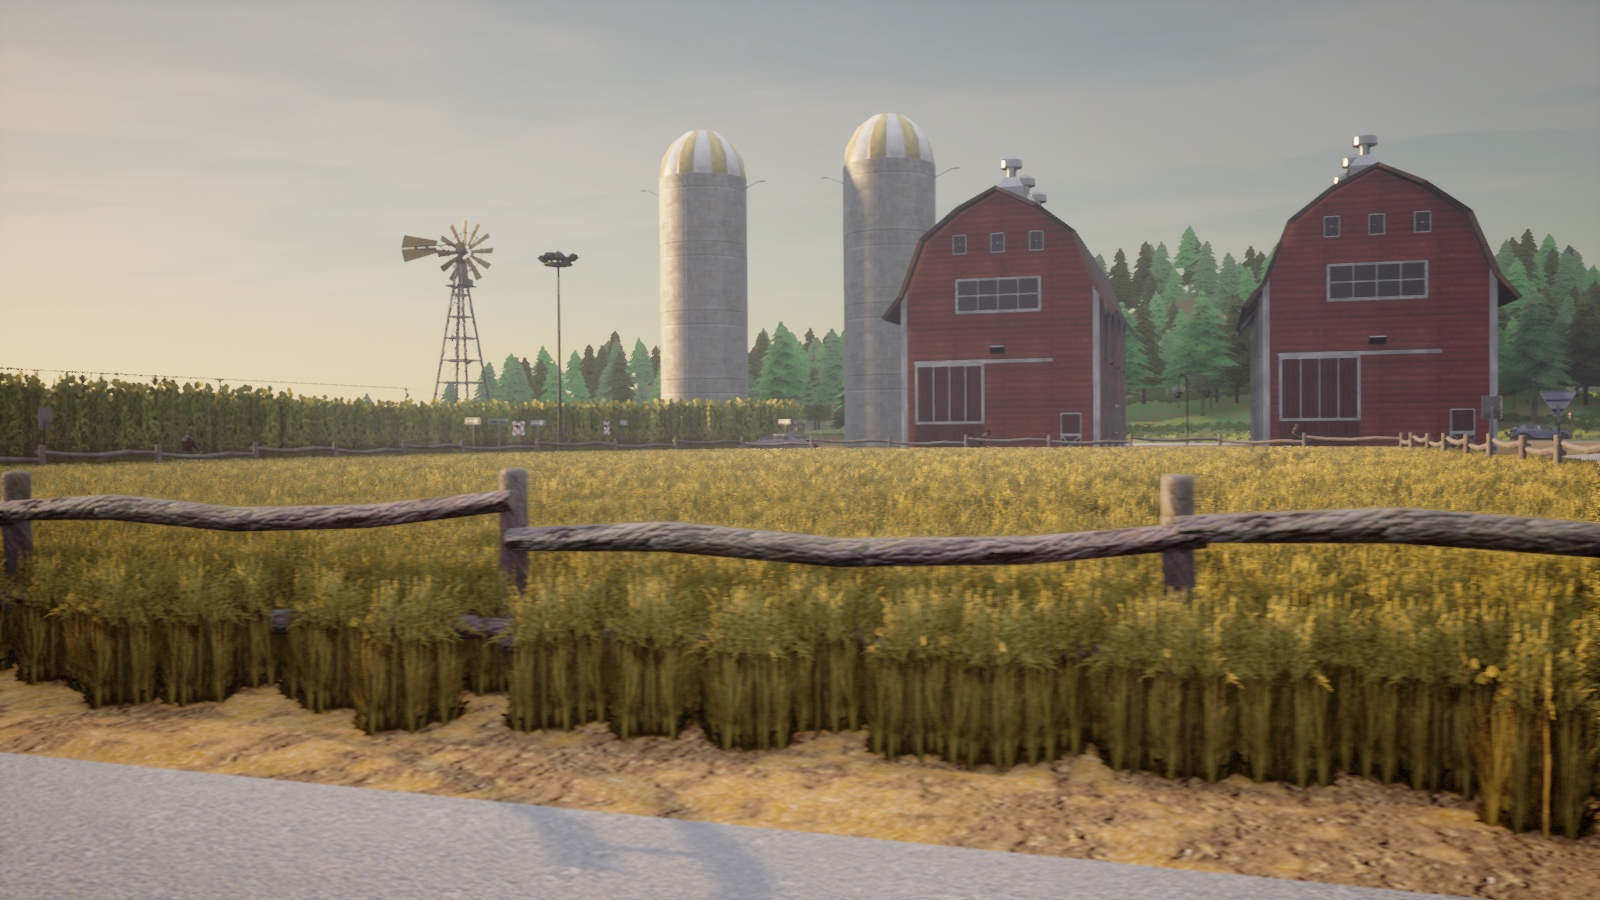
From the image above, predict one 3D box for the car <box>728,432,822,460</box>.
[{"bbox_3d":[-1.422,-0.250,71.396,4.902,1.511,2.128,0,1,29],"label":"car"}]
